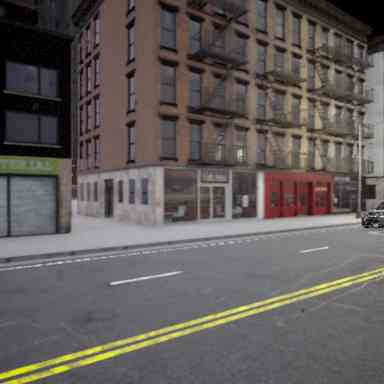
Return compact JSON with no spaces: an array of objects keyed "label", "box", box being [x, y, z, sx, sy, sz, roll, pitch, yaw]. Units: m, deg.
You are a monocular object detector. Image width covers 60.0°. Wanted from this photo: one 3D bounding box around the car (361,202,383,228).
[{"label":"car","box":[12.467,1.352,20.562,4.553,1.767,2.097,0,0,-35]}]
